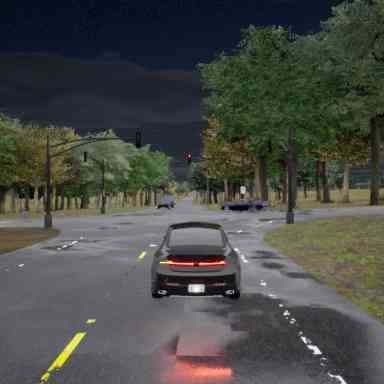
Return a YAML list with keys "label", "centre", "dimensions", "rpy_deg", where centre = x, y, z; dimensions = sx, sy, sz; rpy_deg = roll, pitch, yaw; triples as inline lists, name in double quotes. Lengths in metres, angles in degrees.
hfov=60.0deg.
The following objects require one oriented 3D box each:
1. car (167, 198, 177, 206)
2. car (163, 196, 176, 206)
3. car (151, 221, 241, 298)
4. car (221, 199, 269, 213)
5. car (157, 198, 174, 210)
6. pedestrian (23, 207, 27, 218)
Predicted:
- label: "car"
  centre: [-4.815, 2.393, 80.647]
  dimensions: [2.097, 1.767, 4.553]
  rpy_deg: [0, -2, -1]
- label: "car"
  centre: [-4.410, 1.802, 60.090]
  dimensions: [2.150, 2.045, 5.566]
  rpy_deg: [0, -1, -2]
- label: "car"
  centre: [0.083, 1.508, 8.477]
  dimensions: [1.837, 1.490, 4.892]
  rpy_deg: [0, 0, 0]
- label: "car"
  centre: [5.328, 1.391, 33.919]
  dimensions: [4.718, 1.301, 1.895]
  rpy_deg: [-4, -1, 33]
- label: "car"
  centre: [-4.204, 2.007, 50.223]
  dimensions: [1.895, 1.301, 4.718]
  rpy_deg: [0, -1, -1]
- label: "pedestrian"
  centre: [-18.115, 2.203, 36.069]
  dimensions: [0.375, 1.300, 0.375]
  rpy_deg: [0, 1, 2]
